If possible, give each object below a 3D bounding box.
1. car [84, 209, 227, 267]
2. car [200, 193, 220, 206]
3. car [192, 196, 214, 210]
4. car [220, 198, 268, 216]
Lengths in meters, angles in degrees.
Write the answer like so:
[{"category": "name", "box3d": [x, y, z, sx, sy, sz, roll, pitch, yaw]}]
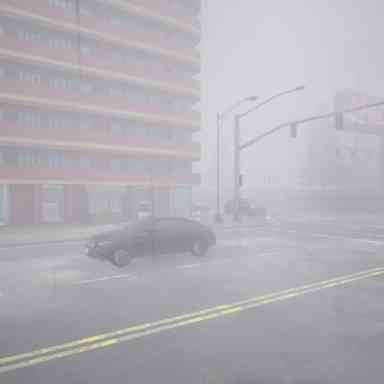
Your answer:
[{"category": "car", "box3d": [-1.288, 1.526, 11.517, 4.674, 1.442, 1.812, 0, 0, -33]}, {"category": "car", "box3d": [2.505, 1.221, 55.544, 2.150, 2.045, 5.566, 0, 0, -34]}, {"category": "car", "box3d": [0.223, 1.526, 39.793, 1.812, 1.442, 4.674, 0, 0, -34]}, {"category": "car", "box3d": [5.203, 1.352, 32.370, 2.097, 1.767, 4.553, 0, 0, -34]}]
